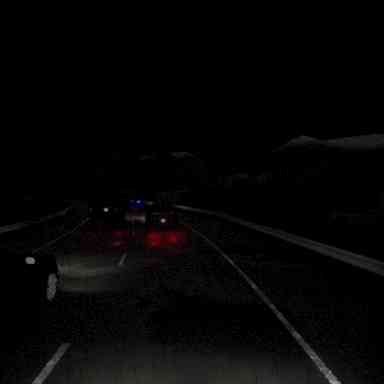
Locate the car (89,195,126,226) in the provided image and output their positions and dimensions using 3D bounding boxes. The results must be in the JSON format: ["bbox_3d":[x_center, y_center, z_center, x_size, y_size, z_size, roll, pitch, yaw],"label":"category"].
[{"bbox_3d":[-5.923,1.221,23.453,2.150,2.045,5.566,0,0,-12],"label":"car"}]

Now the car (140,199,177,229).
[{"bbox_3d":[-2.123,1.485,22.009,2.128,1.511,4.902,0,0,-10],"label":"car"}]

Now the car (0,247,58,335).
[{"bbox_3d":[-3.632,1.481,4.913,1.882,1.535,5.008,0,0,-2],"label":"car"}]

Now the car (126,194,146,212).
[{"bbox_3d":[-6.878,1.219,40.020,2.150,2.045,5.566,0,0,-19],"label":"car"}]
